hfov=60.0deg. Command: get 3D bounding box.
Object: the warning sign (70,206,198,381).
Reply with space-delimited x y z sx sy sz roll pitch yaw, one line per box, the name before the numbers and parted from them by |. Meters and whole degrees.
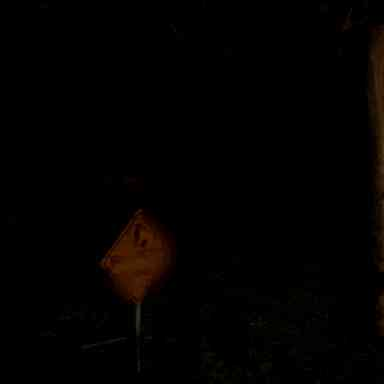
warning sign | -0.741 1.143 4.477 1.060 1.860 1.300 0 -1 36
